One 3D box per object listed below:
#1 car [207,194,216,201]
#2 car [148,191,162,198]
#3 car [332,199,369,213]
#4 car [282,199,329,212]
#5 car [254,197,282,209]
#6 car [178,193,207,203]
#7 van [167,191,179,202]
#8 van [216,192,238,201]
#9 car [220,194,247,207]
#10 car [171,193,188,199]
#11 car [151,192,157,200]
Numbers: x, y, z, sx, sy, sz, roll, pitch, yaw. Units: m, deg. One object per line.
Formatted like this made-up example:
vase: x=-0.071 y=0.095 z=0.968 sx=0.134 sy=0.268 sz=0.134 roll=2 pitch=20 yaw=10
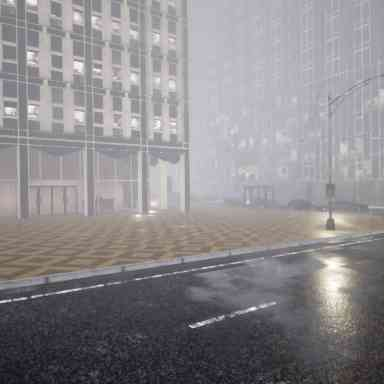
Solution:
car: x=3.528 y=1.042 z=64.609 sx=1.802 sy=1.307 sz=4.206 roll=-1 pitch=1 yaw=-34
car: x=-9.267 y=0.685 z=83.399 sx=1.967 sy=1.590 sz=4.097 roll=0 pitch=1 yaw=-34
car: x=16.433 y=1.404 z=35.351 sx=1.994 sy=1.385 sz=4.181 roll=-1 pitch=1 yaw=-34
car: x=12.486 y=1.422 z=36.331 sx=1.947 sy=1.339 sz=4.313 roll=-1 pitch=1 yaw=-34
car: x=9.302 y=1.387 z=41.041 sx=1.802 sy=1.307 sz=4.206 roll=-1 pitch=1 yaw=-34
car: x=0.091 y=1.081 z=59.444 sx=1.837 sy=1.490 sz=4.892 roll=-1 pitch=1 yaw=-34
van: x=-3.399 y=0.936 z=59.892 sx=1.690 sy=1.788 sz=3.998 roll=0 pitch=1 yaw=-34
van: x=6.726 y=0.854 z=59.908 sx=1.690 sy=1.788 sz=3.998 roll=-1 pitch=1 yaw=-34
car: x=6.152 y=1.318 z=45.771 sx=1.947 sy=1.339 sz=4.313 roll=-1 pitch=1 yaw=-34
car: x=-2.869 y=0.935 z=74.006 sx=1.802 sy=1.307 sz=4.206 roll=0 pitch=1 yaw=-34
car: x=-9.797 y=1.038 z=69.290 sx=2.008 sy=1.369 sz=4.403 roll=0 pitch=1 yaw=-34
